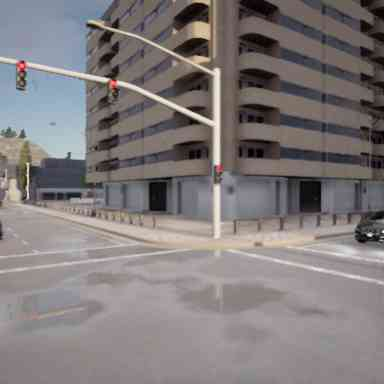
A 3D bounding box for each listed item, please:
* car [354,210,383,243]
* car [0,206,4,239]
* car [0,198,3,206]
[{"bbox_3d":[9.202,1.496,14.815,4.892,1.490,1.837,0,0,-34],"label":"car"},{"bbox_3d":[-10.688,1.573,16.767,1.812,1.442,4.674,0,0,-35],"label":"car"},{"bbox_3d":[-30.754,1.575,52.061,2.128,1.511,4.902,0,0,-35],"label":"car"}]
